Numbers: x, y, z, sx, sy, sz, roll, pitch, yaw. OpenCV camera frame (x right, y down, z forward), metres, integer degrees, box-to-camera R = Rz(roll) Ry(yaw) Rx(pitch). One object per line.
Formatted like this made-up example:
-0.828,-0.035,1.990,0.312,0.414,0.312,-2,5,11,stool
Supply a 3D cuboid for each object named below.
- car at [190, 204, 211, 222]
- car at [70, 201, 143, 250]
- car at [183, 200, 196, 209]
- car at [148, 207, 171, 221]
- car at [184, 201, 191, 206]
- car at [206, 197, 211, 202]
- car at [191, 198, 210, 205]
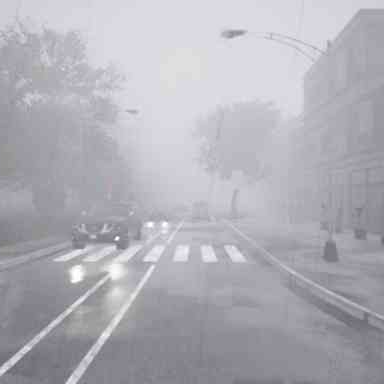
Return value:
0.939,2.214,33.147,2.033,1.411,5.357,0,-1,1,car
-3.798,1.470,15.848,2.150,2.045,5.566,0,-1,2,car
-0.504,2.805,75.251,2.097,1.535,5.008,1,2,10,car
-3.360,2.304,35.050,1.895,1.301,4.718,0,-1,3,car
-1.124,2.995,69.141,2.002,1.452,4.674,-2,1,5,car
2.846,2.453,91.672,2.097,1.535,5.008,-1,2,15,car
1.388,2.336,52.111,2.150,2.045,5.566,0,-1,3,car
